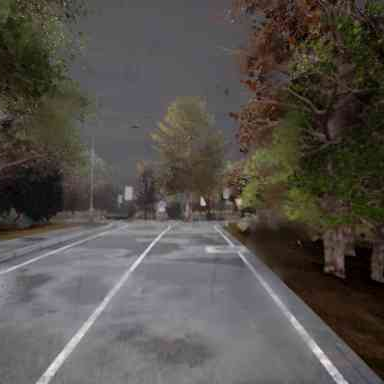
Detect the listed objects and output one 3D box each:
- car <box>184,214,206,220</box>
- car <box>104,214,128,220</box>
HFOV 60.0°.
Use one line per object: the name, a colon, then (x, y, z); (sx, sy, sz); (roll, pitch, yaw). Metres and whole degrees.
car: (0.745, 5.628, 74.444); (4.902, 1.511, 2.128); (0, -4, 12)
car: (-15.772, 5.260, 68.932); (1.895, 1.301, 4.718); (-4, -4, 40)
